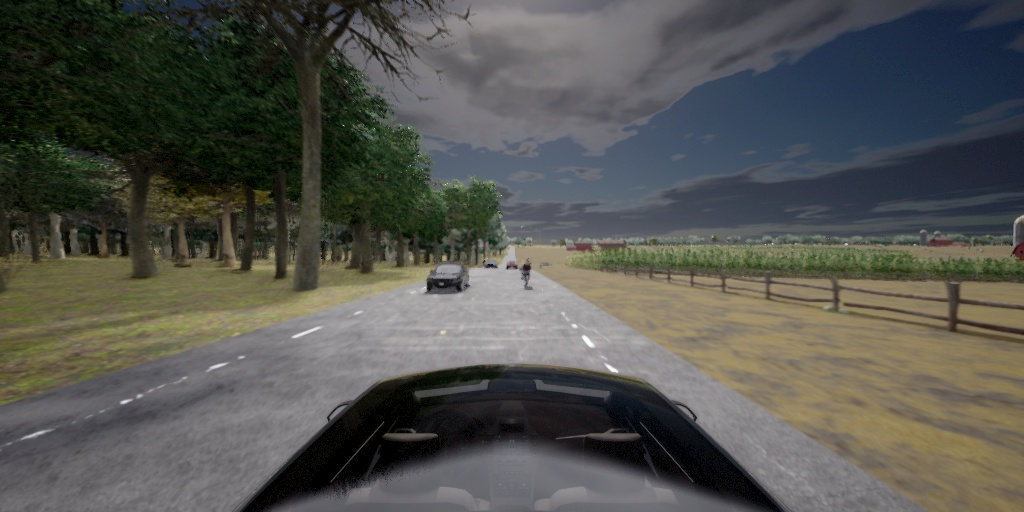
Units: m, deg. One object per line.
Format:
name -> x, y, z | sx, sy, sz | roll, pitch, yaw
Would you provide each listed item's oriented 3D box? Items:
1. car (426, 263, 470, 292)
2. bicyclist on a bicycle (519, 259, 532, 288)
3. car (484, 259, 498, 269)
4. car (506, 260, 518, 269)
car -> -3.603, 1.163, 20.860 | 1.882, 1.535, 5.008 | 0, 0, 0
bicyclist on a bicycle -> 0.944, 1.057, 22.481 | 0.659, 1.776, 1.843 | 0, 0, 0
car -> -3.578, 1.278, 62.078 | 2.097, 1.767, 4.553 | 0, -1, 1
car -> 0.001, 1.514, 60.634 | 1.895, 1.301, 4.718 | 0, -1, 0
